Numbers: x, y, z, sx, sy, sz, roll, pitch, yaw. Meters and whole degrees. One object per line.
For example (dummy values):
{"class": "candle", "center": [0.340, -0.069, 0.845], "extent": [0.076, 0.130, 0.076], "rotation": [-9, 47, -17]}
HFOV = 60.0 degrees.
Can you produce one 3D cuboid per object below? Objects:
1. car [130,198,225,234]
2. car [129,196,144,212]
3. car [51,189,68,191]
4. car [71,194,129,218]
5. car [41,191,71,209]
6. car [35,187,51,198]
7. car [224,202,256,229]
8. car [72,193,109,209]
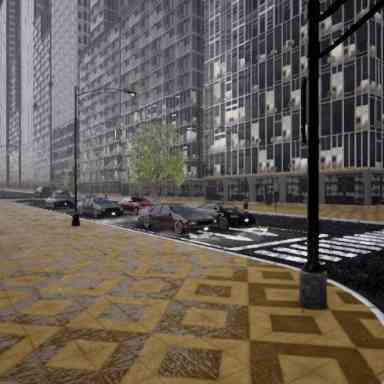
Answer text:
{"class": "car", "center": [-0.970, 1.288, 17.687], "extent": [2.033, 1.411, 5.357], "rotation": [0, 1, -38]}
{"class": "car", "center": [-4.610, 1.078, 27.592], "extent": [1.812, 1.442, 4.674], "rotation": [0, 1, -38]}
{"class": "car", "center": [-25.349, 0.265, 65.040], "extent": [1.837, 1.490, 4.892], "rotation": [0, 1, -38]}
{"class": "car", "center": [-7.188, 1.104, 25.614], "extent": [2.033, 1.411, 5.357], "rotation": [0, 1, -38]}
{"class": "car", "center": [-13.397, 0.936, 33.562], "extent": [1.994, 1.385, 4.181], "rotation": [0, 1, -38]}
{"class": "car", "center": [-28.475, -0.030, 63.763], "extent": [2.150, 2.045, 5.566], "rotation": [0, 1, -38]}
{"class": "car", "center": [1.721, 1.303, 19.523], "extent": [1.994, 1.385, 4.181], "rotation": [0, 1, -38]}
{"class": "car", "center": [-11.025, 0.909, 35.804], "extent": [2.033, 1.411, 5.357], "rotation": [0, 1, -38]}
